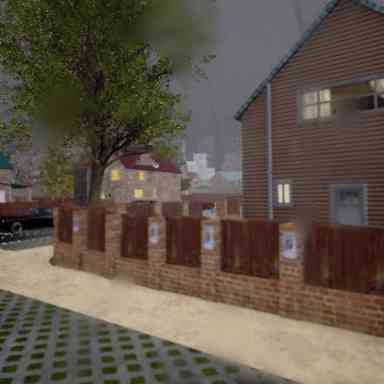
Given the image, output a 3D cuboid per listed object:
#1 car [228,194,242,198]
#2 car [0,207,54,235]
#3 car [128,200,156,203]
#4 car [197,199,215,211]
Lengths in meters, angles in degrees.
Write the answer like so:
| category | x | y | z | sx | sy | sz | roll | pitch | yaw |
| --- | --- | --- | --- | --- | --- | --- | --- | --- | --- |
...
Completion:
| category | x | y | z | sx | sy | sz | roll | pitch | yaw |
| --- | --- | --- | --- | --- | --- | --- | --- | --- | --- |
| car | 5.678 | 1.130 | 44.219 | 2.097 | 1.767 | 4.553 | -1 | 0 | 31 |
| car | -9.109 | 1.576 | 19.105 | 1.895 | 1.301 | 4.718 | -1 | 0 | 30 |
| car | -4.347 | 1.417 | 27.244 | 1.837 | 1.490 | 4.892 | -1 | 0 | 30 |
| car | 0.581 | 1.447 | 35.611 | 1.895 | 1.301 | 4.718 | -1 | 0 | 31 |
